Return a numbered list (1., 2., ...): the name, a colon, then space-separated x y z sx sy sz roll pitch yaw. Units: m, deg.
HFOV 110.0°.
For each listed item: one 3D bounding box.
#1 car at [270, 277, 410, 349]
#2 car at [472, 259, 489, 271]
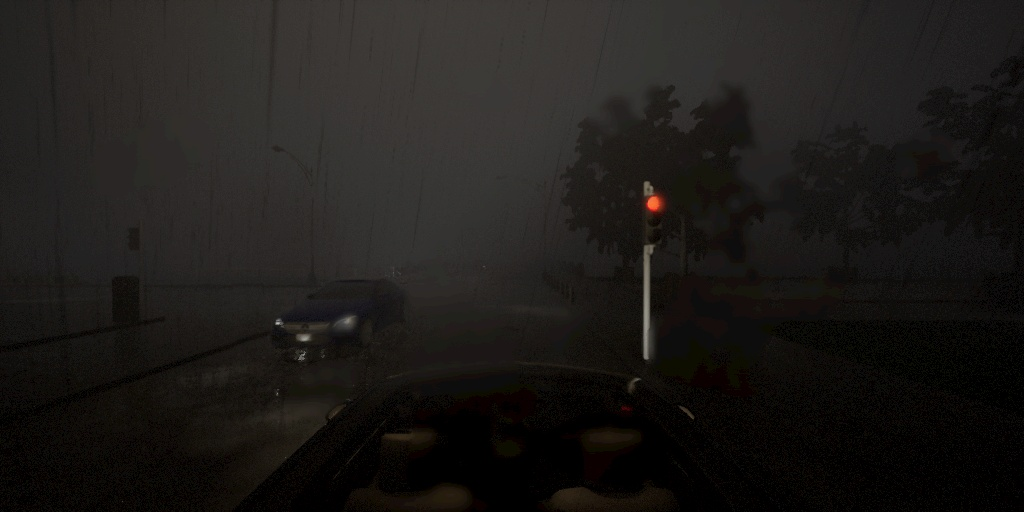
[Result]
1. car: -3.982 1.288 9.210 1.812 1.442 4.674 0 0 0
2. car: -3.947 1.163 45.650 1.837 1.490 4.892 0 2 0
